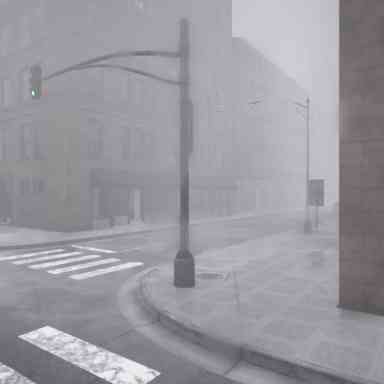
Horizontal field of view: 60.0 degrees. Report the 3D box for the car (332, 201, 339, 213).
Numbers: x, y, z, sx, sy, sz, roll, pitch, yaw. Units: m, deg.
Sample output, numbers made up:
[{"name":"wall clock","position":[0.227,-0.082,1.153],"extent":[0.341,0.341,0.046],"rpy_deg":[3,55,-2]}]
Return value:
[{"name":"car","position":[18.362,1.742,40.119],"extent":[1.882,1.535,5.008],"rpy_deg":[0,-1,35]}]
